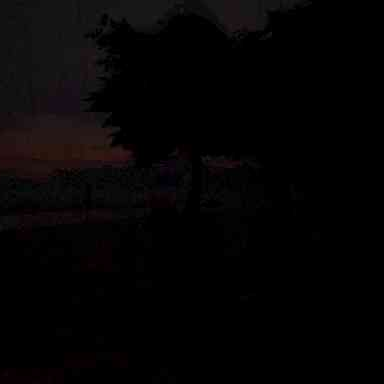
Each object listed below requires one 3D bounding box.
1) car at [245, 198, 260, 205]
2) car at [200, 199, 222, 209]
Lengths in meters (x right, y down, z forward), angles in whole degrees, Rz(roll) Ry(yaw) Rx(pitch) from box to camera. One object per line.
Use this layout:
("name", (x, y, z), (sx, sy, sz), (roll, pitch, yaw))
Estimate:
("car", (12.484, 1.857, 68.410), (2.033, 1.411, 5.357), (2, 1, 29))
("car", (2.969, 1.782, 52.076), (1.812, 1.442, 4.674), (2, 1, 31))
